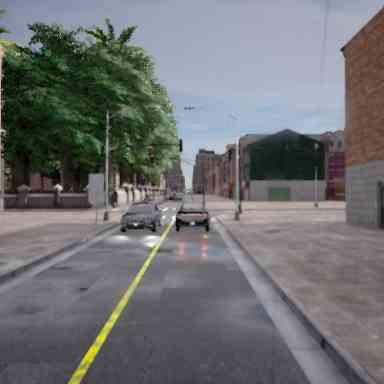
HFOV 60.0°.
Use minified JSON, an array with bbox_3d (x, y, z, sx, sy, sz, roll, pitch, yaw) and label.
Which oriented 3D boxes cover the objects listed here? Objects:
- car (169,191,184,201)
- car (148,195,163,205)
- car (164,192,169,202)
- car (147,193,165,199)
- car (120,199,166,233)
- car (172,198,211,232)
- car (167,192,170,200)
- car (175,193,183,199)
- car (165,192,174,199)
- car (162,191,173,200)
[{"bbox_3d":[-2.932,0.903,65.101,2.097,1.767,4.553,0,0,0],"label":"car"},{"bbox_3d":[-5.486,1.164,50.013,1.752,1.417,4.829,1,0,0],"label":"car"},{"bbox_3d":[-5.470,1.157,55.174,2.008,1.369,4.403,1,0,0],"label":"car"},{"bbox_3d":[-5.449,1.202,48.039,2.008,1.369,4.403,1,0,0],"label":"car"},{"bbox_3d":[-2.751,1.362,18.798,1.837,1.490,4.892,0,0,1],"label":"car"},{"bbox_3d":[0.050,1.346,19.100,2.128,1.511,4.902,0,0,1],"label":"car"},{"bbox_3d":[-5.507,1.140,60.625,1.947,1.339,4.313,1,0,0],"label":"car"},{"bbox_3d":[-3.023,0.877,81.048,1.812,1.442,4.674,0,0,0],"label":"car"},{"bbox_3d":[-5.652,0.910,82.424,1.967,1.590,4.097,1,0,0],"label":"car"},{"bbox_3d":[-5.613,0.807,76.973,2.192,1.841,5.009,1,0,0],"label":"car"}]
